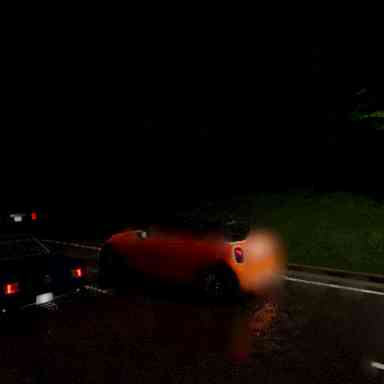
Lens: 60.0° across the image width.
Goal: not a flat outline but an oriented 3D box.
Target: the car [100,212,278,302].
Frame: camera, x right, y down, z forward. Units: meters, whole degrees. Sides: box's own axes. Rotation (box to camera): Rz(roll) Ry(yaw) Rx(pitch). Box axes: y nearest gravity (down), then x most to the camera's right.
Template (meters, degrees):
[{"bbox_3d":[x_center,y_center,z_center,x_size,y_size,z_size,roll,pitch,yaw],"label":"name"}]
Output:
[{"bbox_3d":[-0.269,1.329,8.489,4.553,1.767,2.097,0,0,36],"label":"car"}]

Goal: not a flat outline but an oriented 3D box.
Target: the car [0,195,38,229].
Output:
[{"bbox_3d":[-9.099,1.151,14.786,5.566,2.045,2.150,0,0,36],"label":"car"}]

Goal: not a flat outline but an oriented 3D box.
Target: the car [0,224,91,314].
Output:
[{"bbox_3d":[-4.390,1.567,7.125,4.718,1.301,1.895,0,0,36],"label":"car"}]
